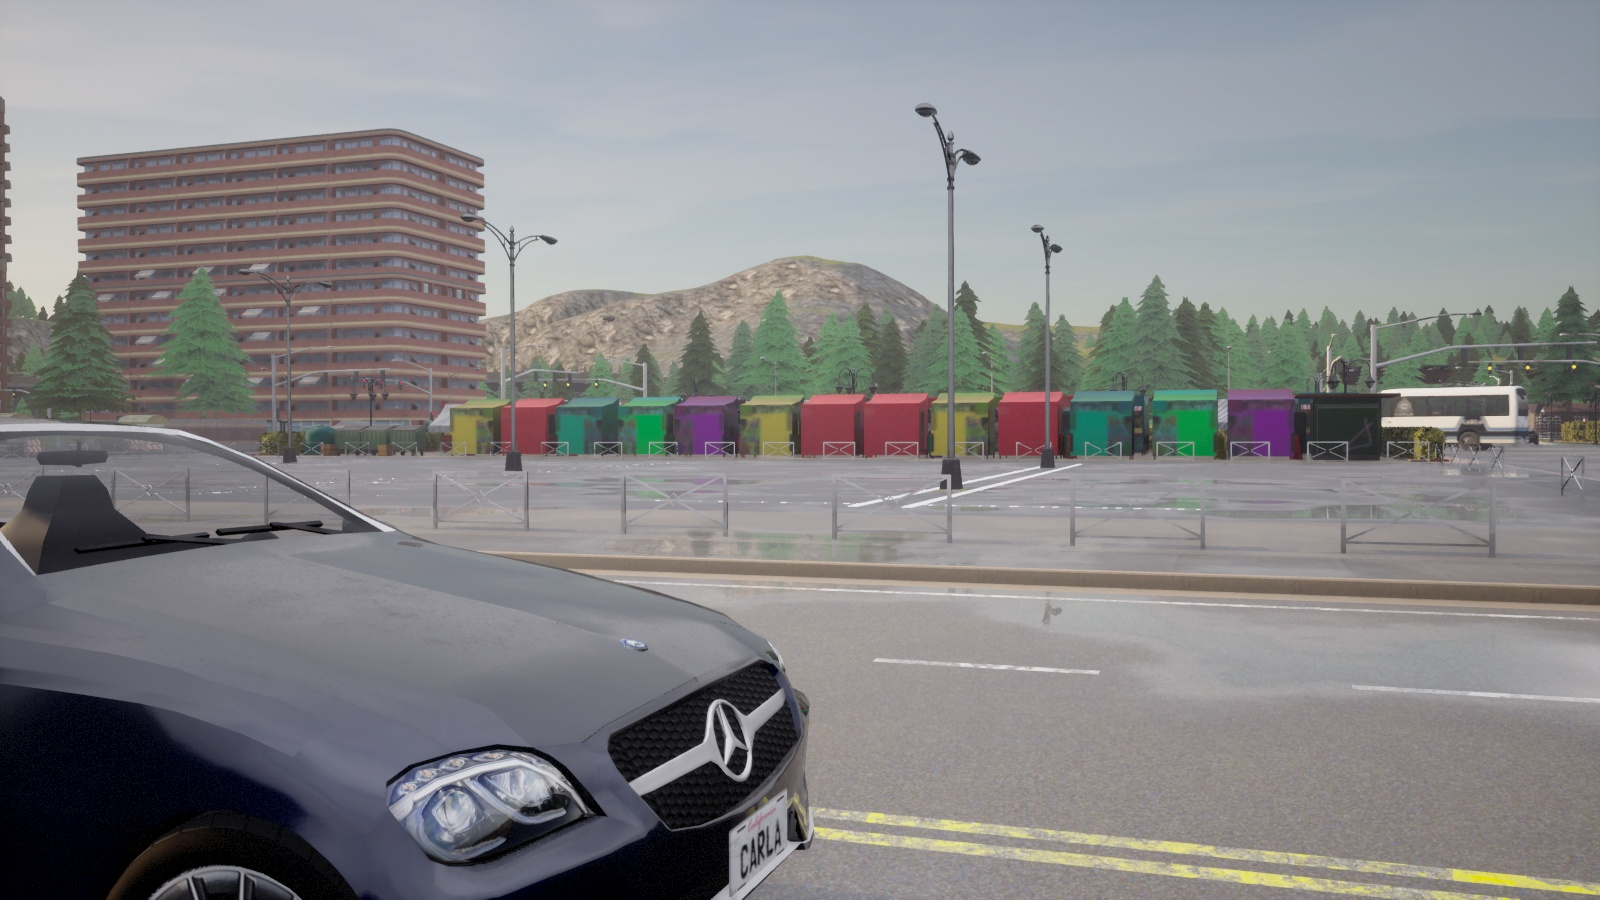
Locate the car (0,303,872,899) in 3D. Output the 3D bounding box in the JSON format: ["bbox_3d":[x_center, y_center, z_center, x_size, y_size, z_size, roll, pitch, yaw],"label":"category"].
[{"bbox_3d":[-2.485,0.531,4.025,5.027,1.651,2.152,1,1,19],"label":"car"}]

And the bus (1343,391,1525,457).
[{"bbox_3d":[42.880,-1.754,85.223,10.273,4.253,3.944,1,1,42],"label":"bus"}]
